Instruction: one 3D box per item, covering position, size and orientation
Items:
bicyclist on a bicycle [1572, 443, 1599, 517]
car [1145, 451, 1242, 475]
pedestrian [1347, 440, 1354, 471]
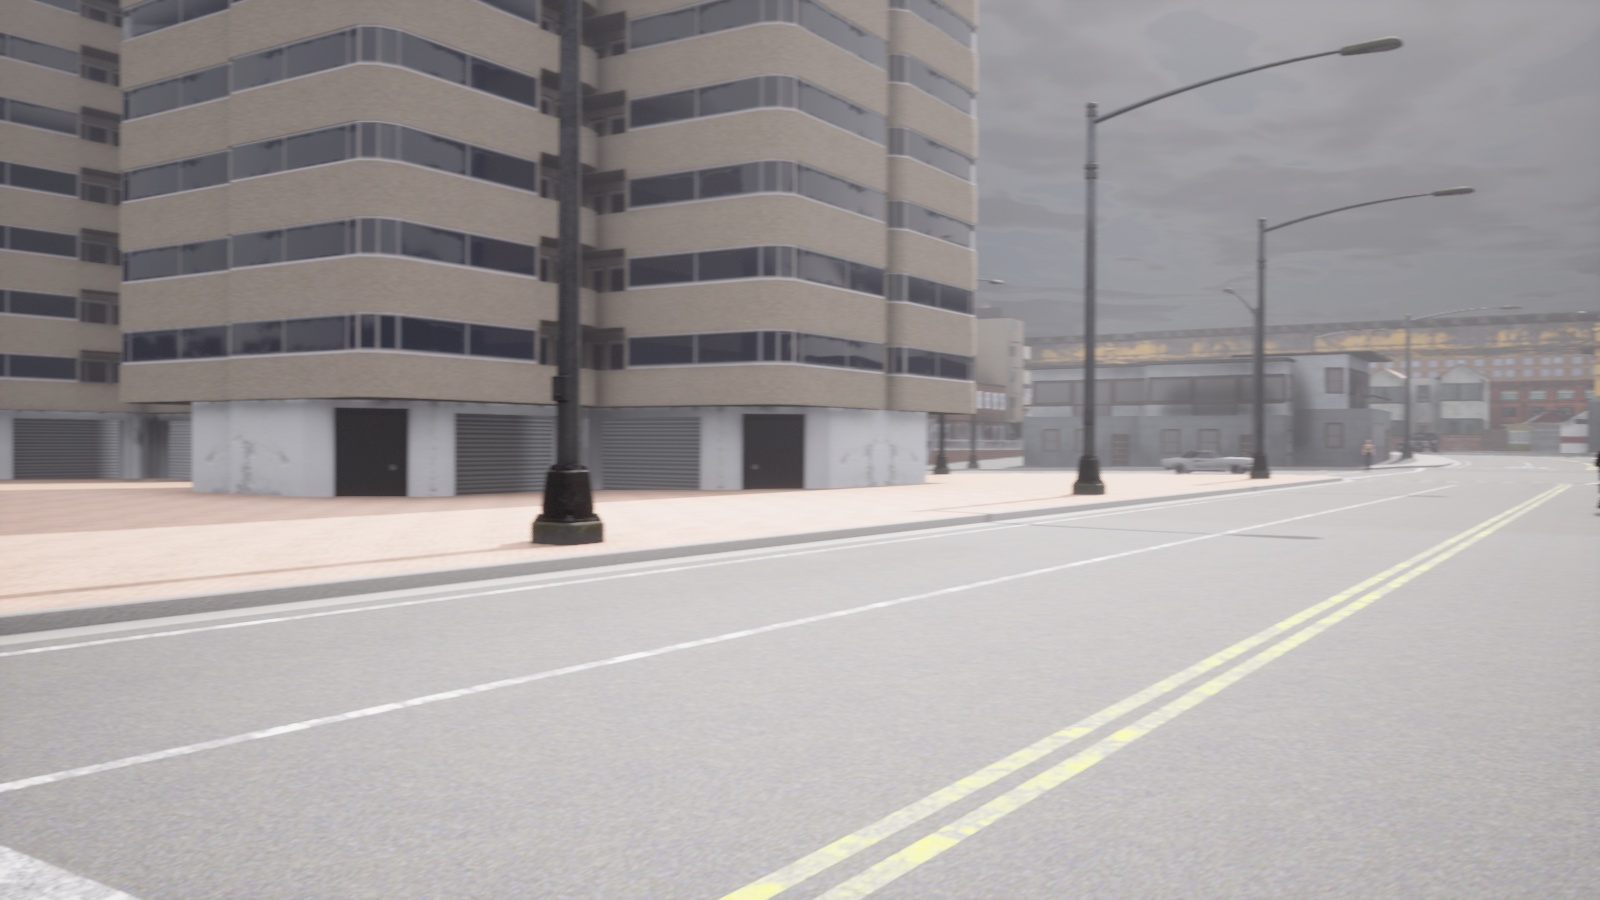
[{"bbox_3d":[17.739,0.654,28.236,0.582,1.620,1.656,1,0,33],"label":"bicyclist on a bicycle"},{"bbox_3d":[21.308,0.690,68.015,4.718,1.301,1.895,0,0,32],"label":"car"},{"bbox_3d":[32.492,0.310,74.125,0.345,1.836,0.594,1,0,28],"label":"pedestrian"}]
